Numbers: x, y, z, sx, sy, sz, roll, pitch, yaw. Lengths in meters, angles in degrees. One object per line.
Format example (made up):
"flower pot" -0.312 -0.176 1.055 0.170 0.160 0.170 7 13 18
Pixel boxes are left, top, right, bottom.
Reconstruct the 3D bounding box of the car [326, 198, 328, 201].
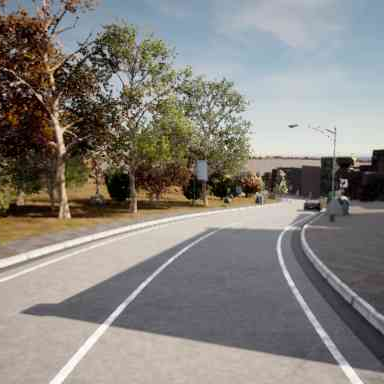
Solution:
"car" 19.935 1.748 51.518 1.801 1.575 5.366 3 1 26

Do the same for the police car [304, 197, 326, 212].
"police car" 15.520 1.652 42.405 1.930 1.638 5.238 3 1 26

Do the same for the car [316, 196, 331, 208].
"car" 22.474 1.682 56.769 2.097 1.767 4.553 2 1 25
